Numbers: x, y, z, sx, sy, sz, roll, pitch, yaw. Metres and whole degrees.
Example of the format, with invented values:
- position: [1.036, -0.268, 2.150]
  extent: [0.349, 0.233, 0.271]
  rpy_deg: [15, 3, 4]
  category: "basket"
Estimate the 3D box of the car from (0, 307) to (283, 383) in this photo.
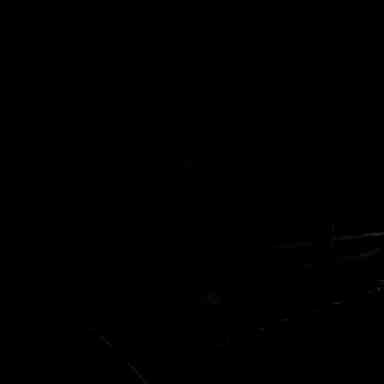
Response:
- position: [-1.700, 1.600, 1.853]
  extent: [4.718, 1.301, 1.895]
  rpy_deg: [0, 0, -36]
  category: "car"
